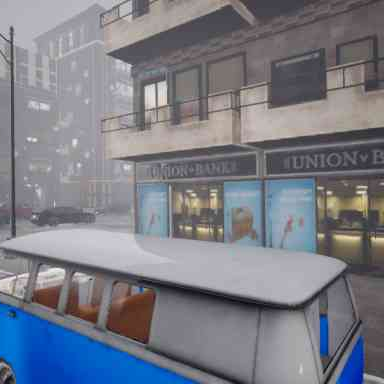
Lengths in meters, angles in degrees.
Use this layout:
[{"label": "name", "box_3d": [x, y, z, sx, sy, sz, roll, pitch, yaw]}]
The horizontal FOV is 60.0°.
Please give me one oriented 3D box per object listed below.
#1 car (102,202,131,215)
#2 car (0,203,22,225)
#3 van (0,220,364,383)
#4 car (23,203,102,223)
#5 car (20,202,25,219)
[{"label": "car", "box_3d": [-8.654, 1.798, 36.451, 1.947, 1.339, 4.313, -2, -1, 36]}, {"label": "car", "box_3d": [-13.514, 1.588, 19.782, 2.033, 1.411, 5.357, -1, -1, 38]}, {"label": "van", "box_3d": [-0.505, 1.342, 3.223, 3.998, 1.788, 1.690, 0, -1, 36]}, {"label": "car", "box_3d": [-8.590, 1.583, 22.399, 1.947, 1.339, 4.313, -2, -1, 36]}, {"label": "car", "box_3d": [-15.338, 1.609, 27.371, 1.967, 1.590, 4.097, -2, -1, 36]}]
